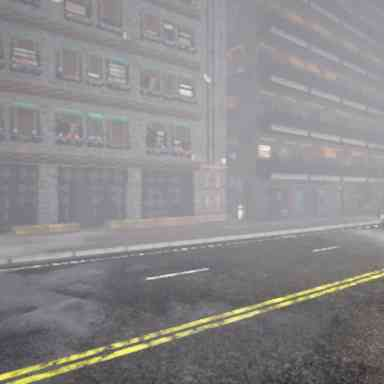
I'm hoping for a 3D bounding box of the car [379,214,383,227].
[{"bbox_3d":[14.753,1.744,22.770,4.718,1.301,1.895,0,0,-38],"label":"car"}]
